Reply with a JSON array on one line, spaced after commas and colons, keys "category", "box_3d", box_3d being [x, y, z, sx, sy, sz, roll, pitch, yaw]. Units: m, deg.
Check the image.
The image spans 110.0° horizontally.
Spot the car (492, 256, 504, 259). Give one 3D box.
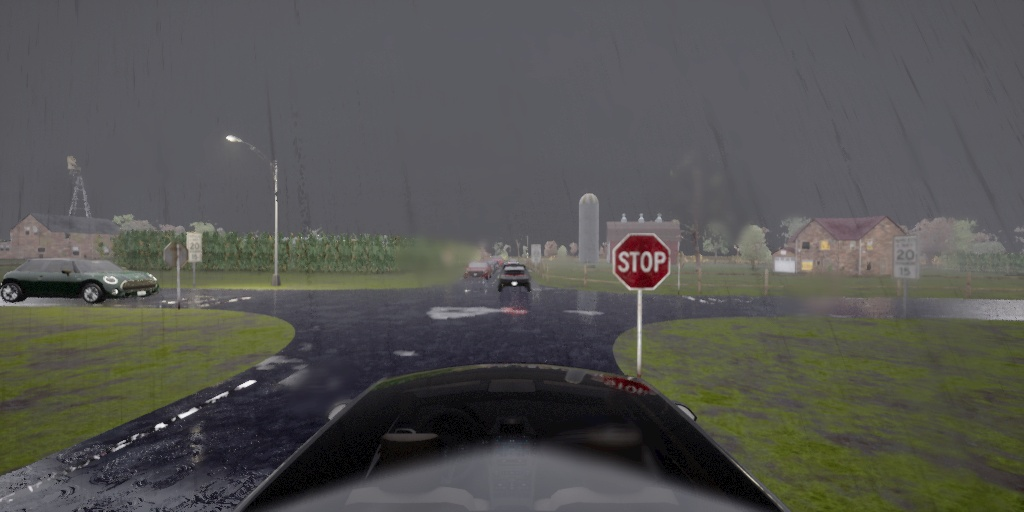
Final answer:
[{"category": "car", "box_3d": [-2.658, 0.965, 62.729, 2.150, 2.045, 5.566, 0, 0, 1]}]

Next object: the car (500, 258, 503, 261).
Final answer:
[{"category": "car", "box_3d": [-2.732, 1.302, 50.656, 1.994, 1.385, 4.181, 0, 0, 0]}]

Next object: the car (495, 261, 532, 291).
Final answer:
[{"category": "car", "box_3d": [0.142, 1.242, 21.952, 1.837, 1.490, 4.892, 0, 0, 0]}]

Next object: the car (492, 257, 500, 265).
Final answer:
[{"category": "car", "box_3d": [-2.764, 1.227, 40.610, 2.128, 1.511, 4.902, 0, 0, 0]}]

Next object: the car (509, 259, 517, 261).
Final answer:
[{"category": "car", "box_3d": [0.223, 1.347, 61.998, 1.895, 1.301, 4.718, 0, 0, 0]}]

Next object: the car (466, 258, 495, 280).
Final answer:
[{"category": "car", "box_3d": [-2.808, 1.213, 31.014, 1.882, 1.535, 5.008, 0, 0, 1]}]

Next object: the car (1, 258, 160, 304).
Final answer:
[{"category": "car", "box_3d": [-17.154, 0.878, 14.443, 4.553, 1.767, 2.097, 1, 1, 0]}]
